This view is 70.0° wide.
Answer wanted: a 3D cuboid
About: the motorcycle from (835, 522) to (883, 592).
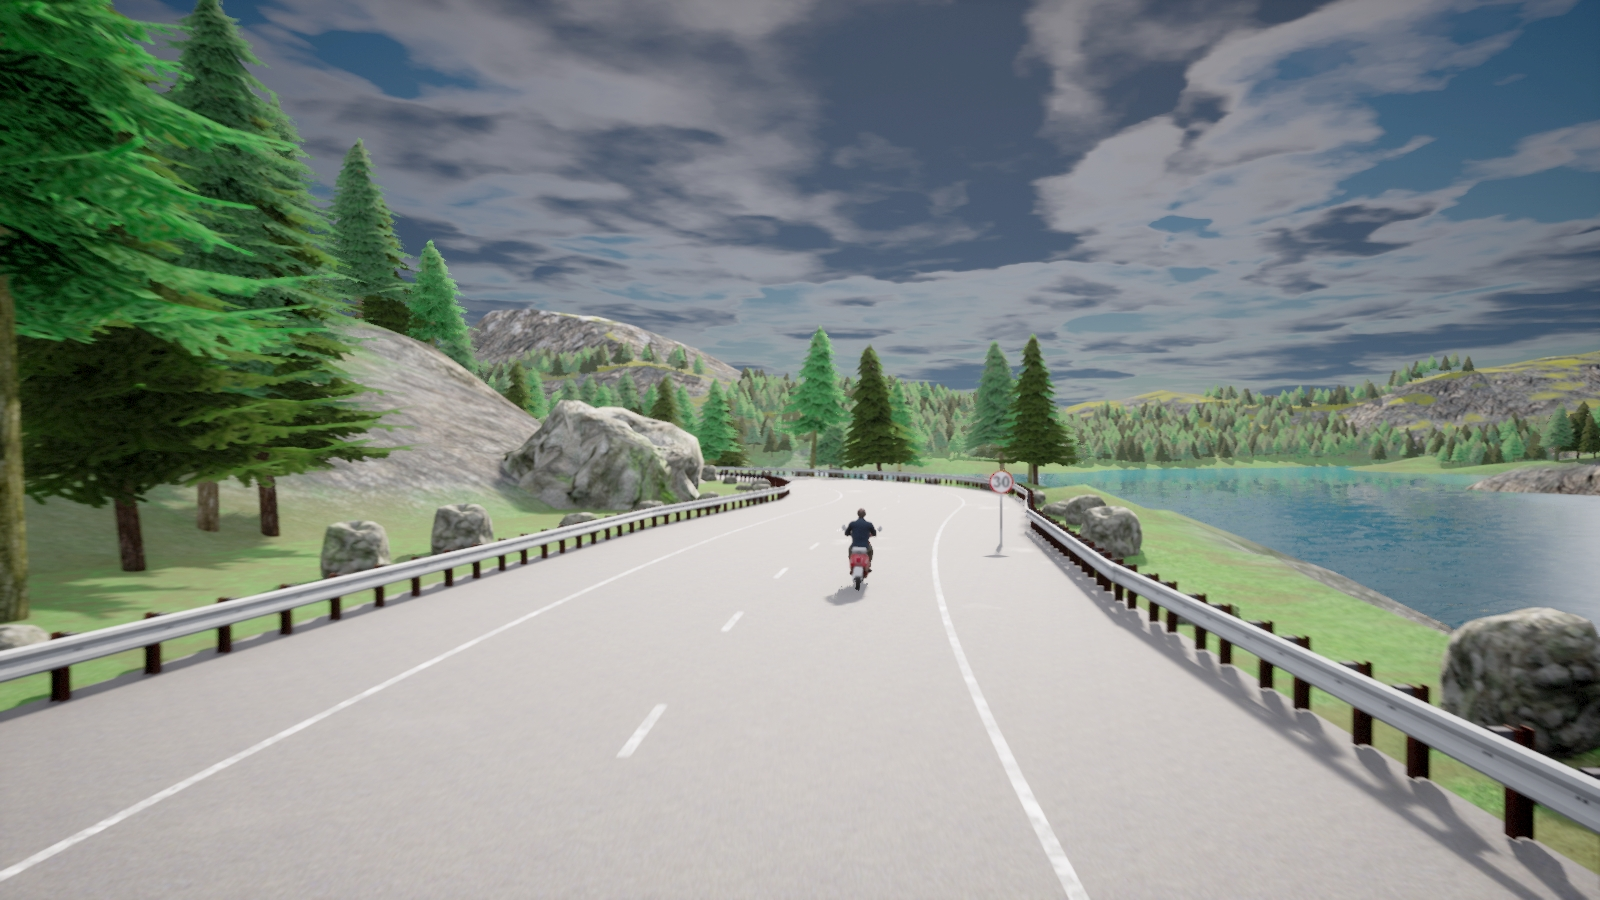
[{"bbox_3d":[1.239,2.182,23.586,0.856,1.236,1.805,1,0,6],"label":"motorcycle"}]
